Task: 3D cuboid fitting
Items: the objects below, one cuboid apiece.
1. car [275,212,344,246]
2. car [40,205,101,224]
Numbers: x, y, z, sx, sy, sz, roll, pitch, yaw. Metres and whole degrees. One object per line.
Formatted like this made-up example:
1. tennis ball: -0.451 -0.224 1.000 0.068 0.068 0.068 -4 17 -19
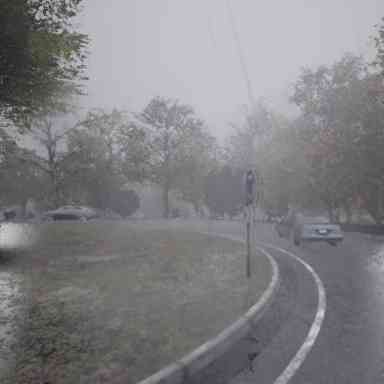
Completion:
1. car: 5.367 1.659 15.881 2.033 1.411 5.357 0 -1 2
2. car: -10.205 1.854 28.093 4.902 1.511 2.128 -1 -1 2
